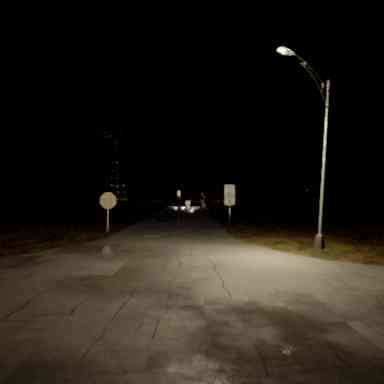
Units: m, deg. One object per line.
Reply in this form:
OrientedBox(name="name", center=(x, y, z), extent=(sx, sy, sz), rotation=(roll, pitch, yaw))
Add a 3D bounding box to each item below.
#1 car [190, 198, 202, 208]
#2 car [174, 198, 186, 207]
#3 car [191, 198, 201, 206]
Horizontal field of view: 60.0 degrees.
OrientedBox(name="car", center=(0.634, 1.807, 54.070), extent=(1.994, 1.385, 4.181), rotation=(0, 0, 1))
OrientedBox(name="car", center=(-2.066, 1.799, 58.315), extent=(2.033, 1.411, 5.357), rotation=(0, 0, 1))
OrientedBox(name="car", center=(0.752, 1.831, 64.122), extent=(1.994, 1.385, 4.181), rotation=(0, 0, 1))
